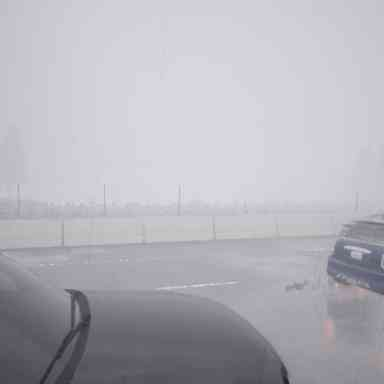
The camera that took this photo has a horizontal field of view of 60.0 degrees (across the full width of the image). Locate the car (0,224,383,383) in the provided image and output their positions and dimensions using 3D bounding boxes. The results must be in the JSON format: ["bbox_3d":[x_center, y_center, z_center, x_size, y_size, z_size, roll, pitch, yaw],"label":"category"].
[{"bbox_3d":[-2.035,1.223,1.750,5.566,2.045,2.150,0,0,-17],"label":"car"}]

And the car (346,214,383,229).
[{"bbox_3d":[5.512,1.363,7.652,4.553,1.767,2.097,0,0,-17],"label":"car"}]

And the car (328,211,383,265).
[{"bbox_3d":[7.686,1.517,11.952,4.902,1.511,2.128,0,0,-17],"label":"car"}]
